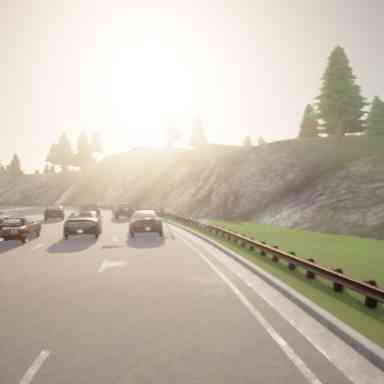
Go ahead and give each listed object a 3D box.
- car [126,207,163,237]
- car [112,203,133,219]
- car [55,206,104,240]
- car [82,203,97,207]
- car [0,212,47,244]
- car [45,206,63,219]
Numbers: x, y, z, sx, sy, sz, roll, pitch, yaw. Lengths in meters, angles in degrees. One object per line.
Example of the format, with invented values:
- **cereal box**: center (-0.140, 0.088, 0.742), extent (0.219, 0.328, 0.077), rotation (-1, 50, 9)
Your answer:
- **car**: center (-2.854, 1.837, 20.130), extent (1.812, 1.442, 4.674), rotation (-1, -1, -12)
- **car**: center (-7.445, 1.949, 36.180), extent (2.097, 1.767, 4.553), rotation (-1, -1, -19)
- **car**: center (-6.332, 1.858, 19.618), extent (2.128, 1.511, 4.902), rotation (-1, -1, -12)
- **car**: center (-10.999, 2.007, 35.770), extent (2.097, 1.767, 4.553), rotation (-1, -1, -19)
- **car**: center (-9.531, 2.004, 17.993), extent (1.895, 1.301, 4.718), rotation (-1, -1, -12)
- **car**: center (-14.646, 2.198, 35.639), extent (1.882, 1.535, 5.008), rotation (-1, -1, -19)
